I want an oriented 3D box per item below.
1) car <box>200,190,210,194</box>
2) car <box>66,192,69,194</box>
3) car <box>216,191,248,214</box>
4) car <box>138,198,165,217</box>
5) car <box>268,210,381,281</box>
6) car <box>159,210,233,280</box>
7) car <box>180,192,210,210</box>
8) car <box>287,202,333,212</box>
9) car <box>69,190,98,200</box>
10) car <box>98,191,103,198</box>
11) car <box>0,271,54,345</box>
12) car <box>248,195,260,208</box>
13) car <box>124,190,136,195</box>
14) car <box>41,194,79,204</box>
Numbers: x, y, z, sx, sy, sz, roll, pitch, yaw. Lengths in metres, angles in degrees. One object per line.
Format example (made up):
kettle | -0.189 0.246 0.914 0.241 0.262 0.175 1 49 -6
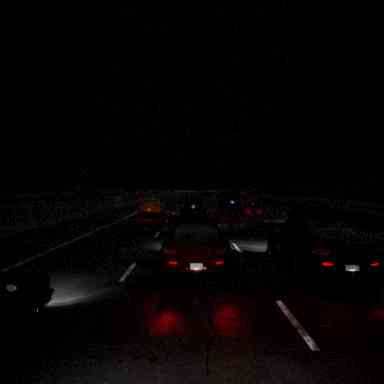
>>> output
car | 3.485 0.528 81.493 1.837 1.490 4.892 0 1 0
car | -24.513 0.726 67.332 1.812 1.442 4.674 0 1 0
car | 3.495 0.956 31.312 2.150 2.045 5.566 0 1 0
car | -3.406 1.238 28.822 1.882 1.535 5.008 0 1 0
car | 3.499 1.471 9.545 1.812 1.442 4.674 0 0 0
car | 0.099 1.469 9.680 1.812 1.442 4.674 0 0 0
car | 0.095 1.130 27.185 2.097 1.767 4.553 0 1 0
car | 7.086 1.354 20.268 1.837 1.490 4.892 0 1 0
car | -17.553 0.656 54.147 2.150 2.045 5.566 0 1 1
car | -21.014 0.571 73.186 2.033 1.411 5.357 0 1 0
car | -3.400 1.530 3.534 2.033 1.411 5.357 0 0 0
car | 7.092 1.147 40.830 1.812 1.442 4.674 0 1 0
car | -14.015 0.309 75.702 2.097 1.767 4.553 0 1 0
car | -14.100 1.238 34.970 2.033 1.411 5.357 0 1 0
